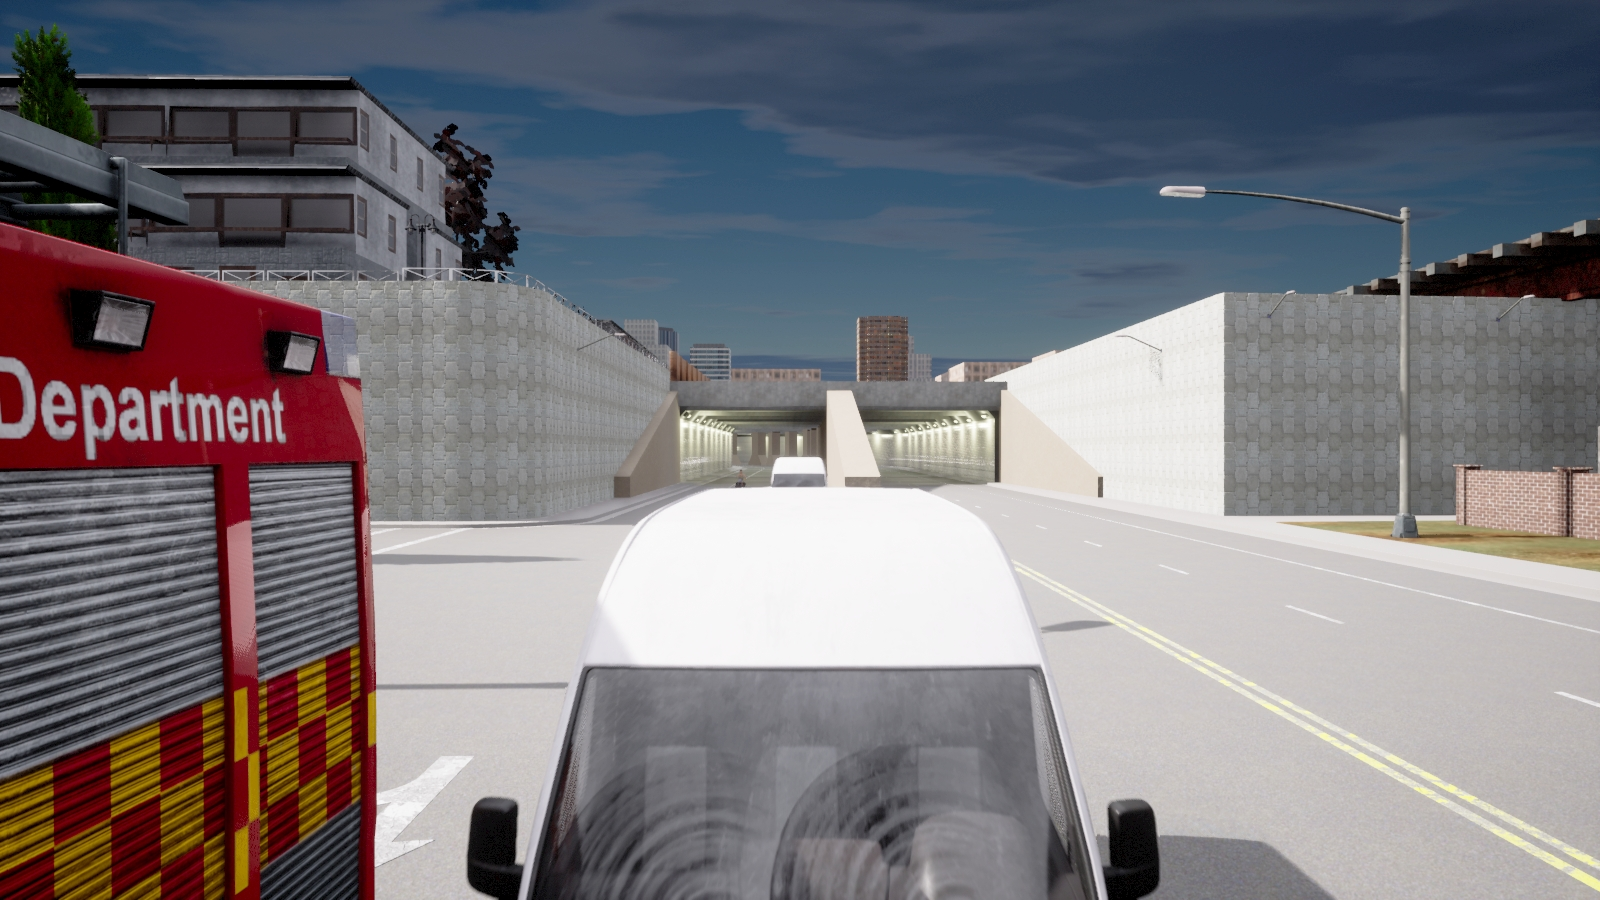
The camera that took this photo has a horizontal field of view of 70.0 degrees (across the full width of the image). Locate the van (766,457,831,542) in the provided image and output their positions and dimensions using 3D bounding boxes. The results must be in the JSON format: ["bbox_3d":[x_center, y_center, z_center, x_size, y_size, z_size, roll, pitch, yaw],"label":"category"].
[{"bbox_3d":[-0.035,1.534,37.867,1.988,2.561,5.915,0,0,0],"label":"van"}]

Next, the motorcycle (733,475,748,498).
[{"bbox_3d":[-3.551,2.168,68.437,0.764,1.277,2.356,0,0,0],"label":"motorcycle"}]

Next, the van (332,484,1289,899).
[{"bbox_3d":[0.049,1.534,5.333,1.988,2.561,5.915,0,0,1],"label":"van"}]
